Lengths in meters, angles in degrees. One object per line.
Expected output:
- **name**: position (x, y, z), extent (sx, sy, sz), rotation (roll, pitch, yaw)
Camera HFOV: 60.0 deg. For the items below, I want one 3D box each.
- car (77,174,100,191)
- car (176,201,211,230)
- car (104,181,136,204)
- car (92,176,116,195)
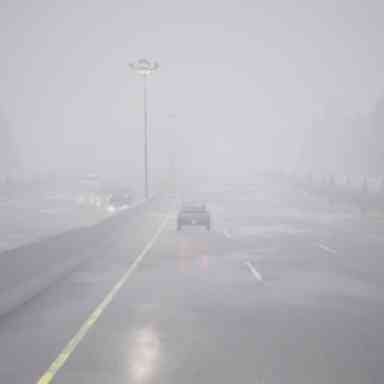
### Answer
- **car**: position (-14.017, -1.288, 46.043), extent (2.150, 2.045, 5.566), rotation (0, 7, 1)
- **car**: position (0.098, 1.280, 19.597), extent (2.128, 1.511, 4.902), rotation (0, 2, 0)
- **car**: position (-7.077, 0.192, 33.979), extent (2.097, 1.767, 4.553), rotation (0, 5, 0)
- **car**: position (-10.557, -0.655, 41.821), extent (2.097, 1.767, 4.553), rotation (0, 7, 1)
